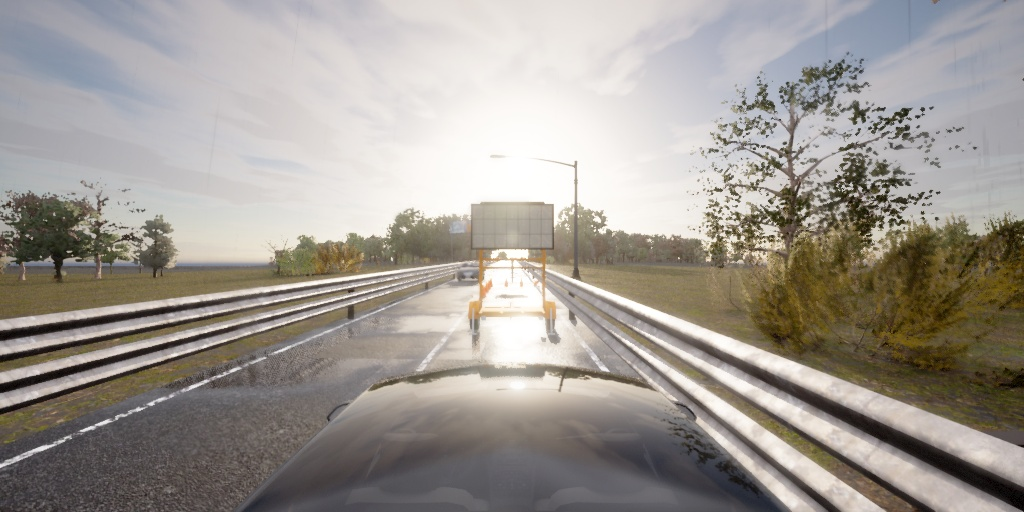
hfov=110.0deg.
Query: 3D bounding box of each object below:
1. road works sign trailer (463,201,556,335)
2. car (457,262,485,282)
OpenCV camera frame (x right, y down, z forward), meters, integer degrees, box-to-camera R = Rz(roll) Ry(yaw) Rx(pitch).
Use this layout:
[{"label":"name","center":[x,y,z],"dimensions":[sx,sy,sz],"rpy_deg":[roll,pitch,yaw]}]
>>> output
[{"label":"road works sign trailer","center":[0.014,0.218,10.494],"dimensions":[2.380,3.560,2.880],"rpy_deg":[0,0,0]},{"label":"car","center":[-3.239,1.252,28.871],"dimensions":[2.128,1.511,4.902],"rpy_deg":[0,0,0]}]
